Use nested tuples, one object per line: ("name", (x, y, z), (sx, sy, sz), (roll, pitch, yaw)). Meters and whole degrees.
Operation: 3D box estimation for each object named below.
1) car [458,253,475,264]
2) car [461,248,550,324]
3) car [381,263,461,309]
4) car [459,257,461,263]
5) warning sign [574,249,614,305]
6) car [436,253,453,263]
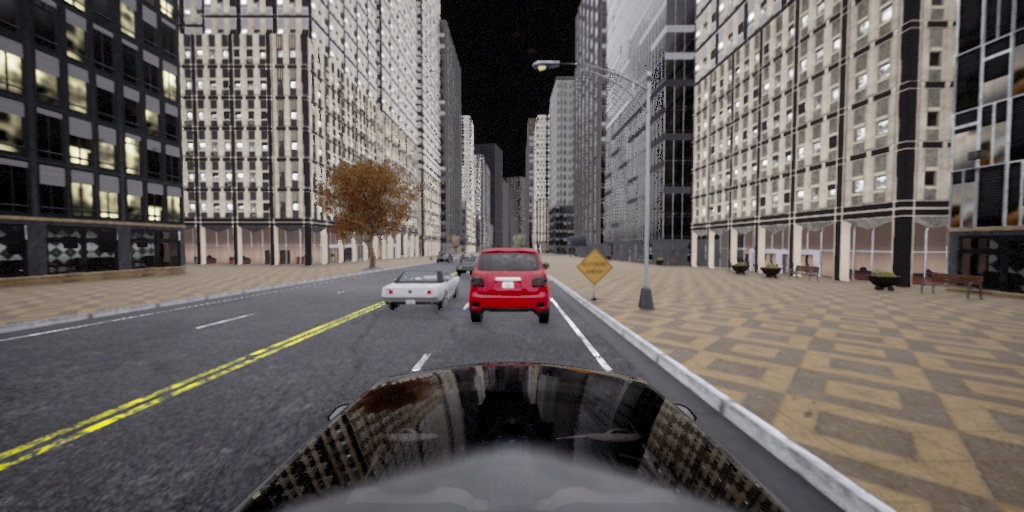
("car", (-6.585, 0.299, 52.569), (1.882, 1.535, 5.008), (0, 1, 0))
("car", (0.023, 0.788, 11.437), (2.150, 2.045, 5.566), (0, 0, 3))
("car", (-3.188, 1.134, 13.570), (1.895, 1.301, 4.718), (0, 1, 0))
("car", (-3.191, 0.860, 28.567), (1.895, 1.301, 4.718), (0, 1, 0))
("warning sign", (2.848, 0.668, 12.493), (1.300, 1.860, 1.060), (0, 0, 0))
("car", (-9.834, 0.321, 52.741), (1.837, 1.490, 4.892), (0, 2, 0))
